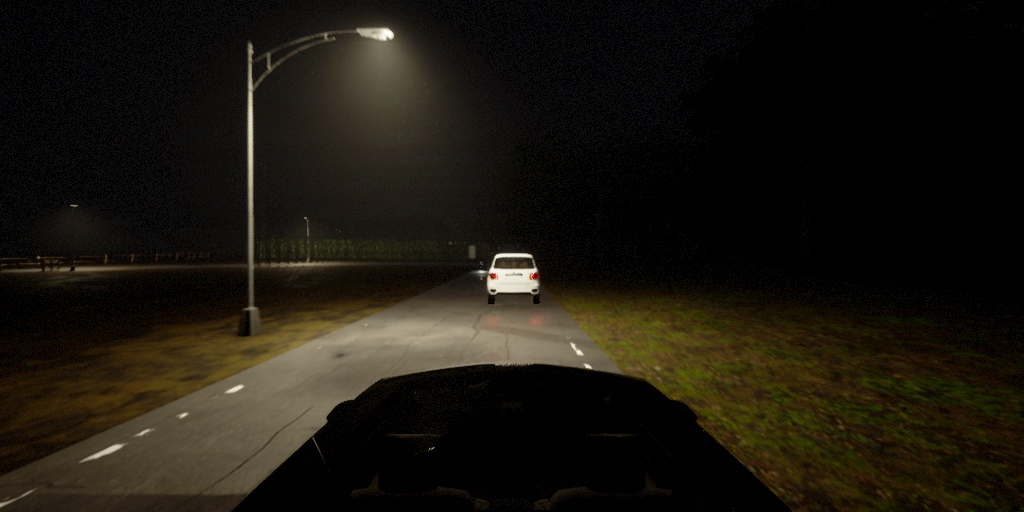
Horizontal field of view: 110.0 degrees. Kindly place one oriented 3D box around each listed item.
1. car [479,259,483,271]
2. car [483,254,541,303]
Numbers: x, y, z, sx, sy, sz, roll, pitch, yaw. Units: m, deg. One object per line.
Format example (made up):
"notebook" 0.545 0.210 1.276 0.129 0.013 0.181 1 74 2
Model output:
"car" -2.788 0.804 43.526 2.097 1.767 4.553 0 1 0
"car" 0.081 0.913 16.354 2.150 2.045 5.566 0 1 0
